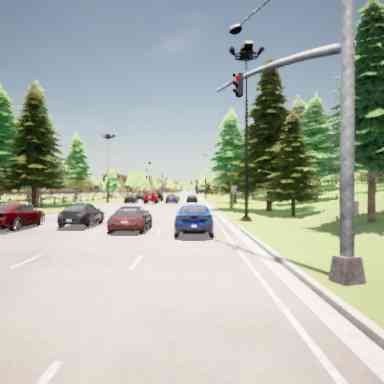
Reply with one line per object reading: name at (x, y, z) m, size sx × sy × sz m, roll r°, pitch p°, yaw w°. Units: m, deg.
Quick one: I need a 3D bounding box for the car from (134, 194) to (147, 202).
car at (-10.500, 1.172, 67.739) m, size 1.837 × 1.490 × 4.892 m, roll 0°, pitch 0°, yaw 0°

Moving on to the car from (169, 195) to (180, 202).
car at (-3.500, 1.273, 67.740) m, size 1.994 × 1.385 × 4.181 m, roll 0°, pitch 0°, yaw 0°

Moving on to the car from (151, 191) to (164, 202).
car at (-7.000, 0.895, 67.768) m, size 2.150 × 2.045 × 5.566 m, roll 0°, pitch 0°, yaw 0°

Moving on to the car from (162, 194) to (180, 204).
car at (-3.500, 1.098, 57.672) m, size 2.097 × 1.767 × 4.553 m, roll 0°, pitch 0°, yaw 0°

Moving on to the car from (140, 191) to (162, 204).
car at (-7.000, 0.969, 57.348) m, size 2.150 × 2.045 × 5.566 m, roll 0°, pitch 0°, yaw 0°

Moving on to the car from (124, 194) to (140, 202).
car at (-10.500, 1.252, 57.319) m, size 1.837 × 1.490 × 4.892 m, roll 0°, pitch 0°, yaw 0°

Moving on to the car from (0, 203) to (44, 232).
car at (-10.400, 1.392, 19.376) m, size 1.882 × 1.535 × 5.008 m, roll 0°, pitch 0°, yaw 0°

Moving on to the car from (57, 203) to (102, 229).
car at (-6.915, 1.433, 20.971) m, size 1.812 × 1.442 × 4.674 m, roll 0°, pitch 0°, yaw 0°

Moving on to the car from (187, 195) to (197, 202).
car at (0.000, 1.273, 67.740) m, size 1.994 × 1.385 × 4.181 m, roll 0°, pitch 0°, yaw 0°

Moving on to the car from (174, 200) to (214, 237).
car at (0.100, 1.400, 17.557) m, size 1.882 × 1.535 × 5.008 m, roll 0°, pitch 0°, yaw 0°

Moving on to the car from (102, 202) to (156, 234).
car at (-3.399, 1.481, 18.736) m, size 1.994 × 1.385 × 4.181 m, roll 0°, pitch 0°, yaw 0°

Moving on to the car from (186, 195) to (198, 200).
car at (0.000, 1.225, 57.319) m, size 1.882 × 1.535 × 5.008 m, roll 0°, pitch 0°, yaw 0°
